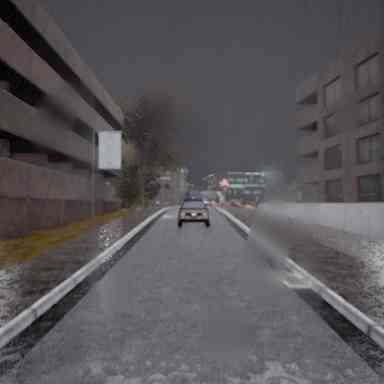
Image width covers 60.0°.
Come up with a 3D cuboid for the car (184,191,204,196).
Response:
[{"bbox_3d":[0.254,0.893,39.289,2.150,2.045,5.566,0,-1,1],"label":"car"}]

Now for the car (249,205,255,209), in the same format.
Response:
[{"bbox_3d":[13.662,3.904,84.117,1.946,1.575,5.366,7,-4,-30],"label":"car"}]

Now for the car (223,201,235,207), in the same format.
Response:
[{"bbox_3d":[7.832,3.187,82.866,2.185,1.767,4.553,7,-4,-30],"label":"car"}]

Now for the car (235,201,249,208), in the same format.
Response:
[{"bbox_3d":[10.829,3.360,83.423,2.435,2.045,5.566,8,-5,-30],"label":"car"}]

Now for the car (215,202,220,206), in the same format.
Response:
[{"bbox_3d":[4.860,2.932,82.369,2.185,1.767,4.553,5,-4,-31],"label":"car"}]

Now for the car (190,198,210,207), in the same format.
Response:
[{"bbox_3d":[1.980,2.634,81.782,2.435,2.045,5.566,2,-3,-30],"label":"car"}]

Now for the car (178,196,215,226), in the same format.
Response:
[{"bbox_3d":[0.101,1.210,20.424,2.033,1.411,5.357,0,1,0],"label":"car"}]
